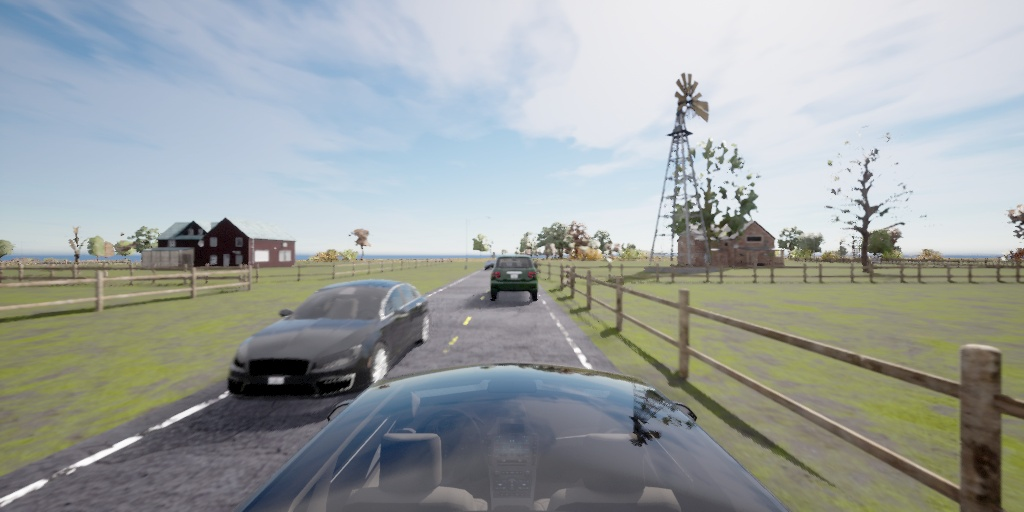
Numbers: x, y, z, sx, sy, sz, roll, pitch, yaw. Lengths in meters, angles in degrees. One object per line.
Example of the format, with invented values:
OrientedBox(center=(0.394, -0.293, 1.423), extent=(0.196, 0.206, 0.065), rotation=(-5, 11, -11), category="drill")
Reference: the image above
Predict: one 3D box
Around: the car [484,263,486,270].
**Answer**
OrientedBox(center=(-2.827, 1.252, 50.108), extent=(2.033, 1.411, 5.357), rotation=(0, 0, 0), category="car")

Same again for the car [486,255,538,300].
OrientedBox(center=(0.097, 0.959, 17.867), extent=(2.150, 2.045, 5.566), rotation=(0, 0, 0), category="car")

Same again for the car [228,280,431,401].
OrientedBox(center=(-2.850, 1.251, 6.759), extent=(1.837, 1.490, 4.892), rotation=(0, 0, 0), category="car")
